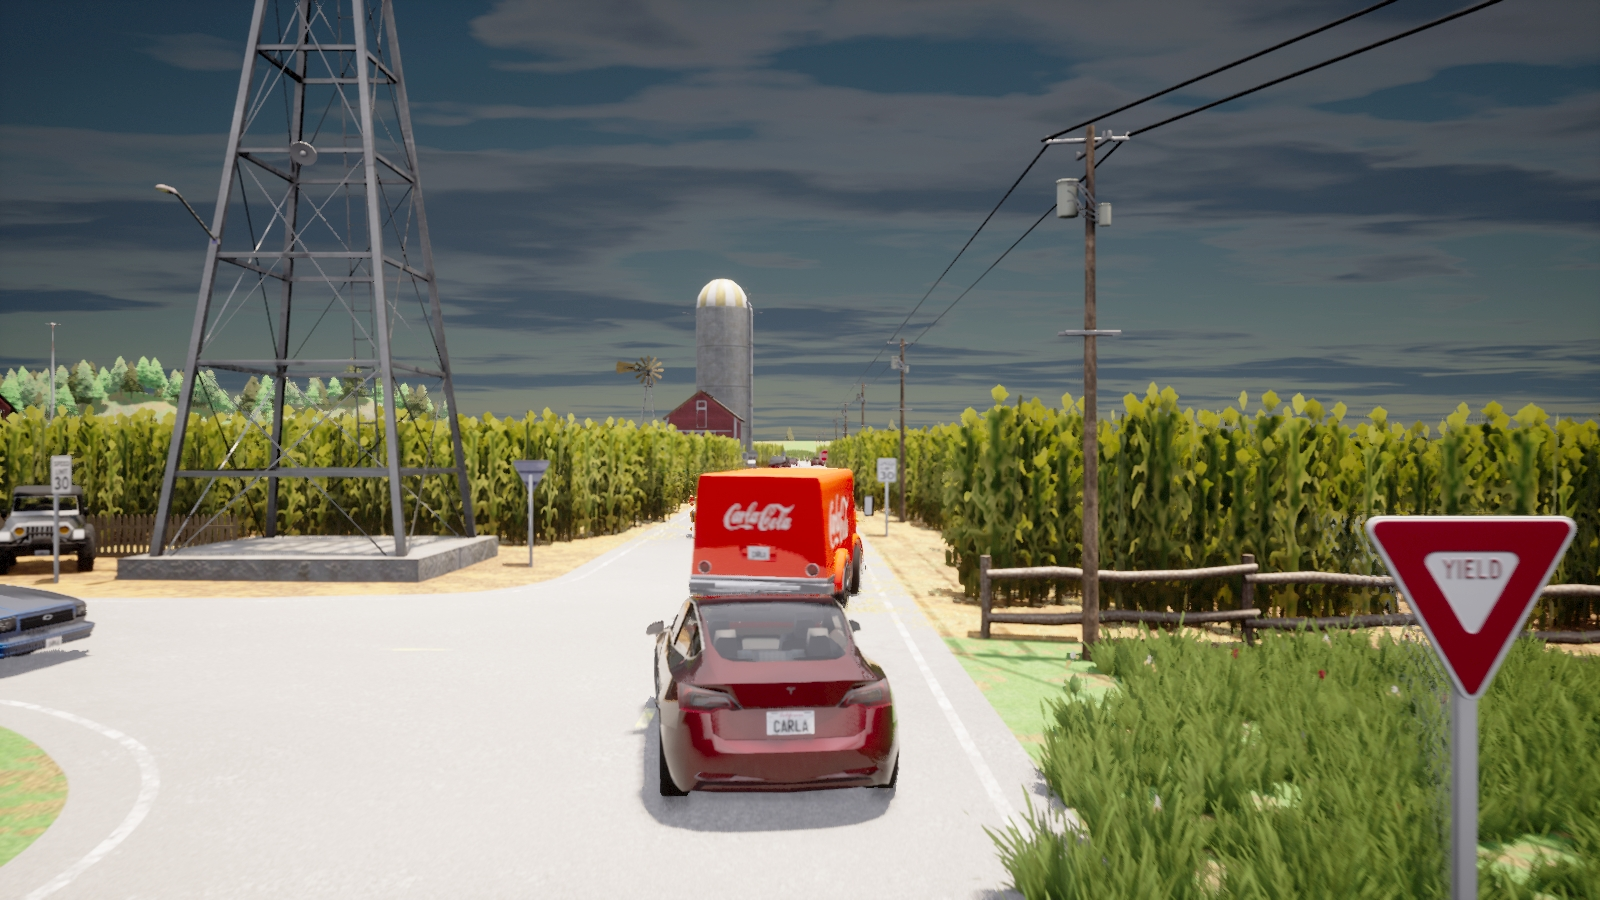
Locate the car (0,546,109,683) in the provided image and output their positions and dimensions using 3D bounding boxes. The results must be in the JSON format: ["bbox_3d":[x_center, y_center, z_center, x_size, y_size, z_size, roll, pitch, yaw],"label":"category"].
[{"bbox_3d":[-11.818,1.970,14.132,5.357,1.411,2.033,0,0,2],"label":"car"}]

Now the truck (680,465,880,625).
[{"bbox_3d":[-0.177,1.578,21.285,2.627,2.467,5.204,0,0,12],"label":"truck"}]

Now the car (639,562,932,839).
[{"bbox_3d":[-0.403,2.059,10.774,2.163,1.488,4.792,0,0,-7],"label":"car"}]
